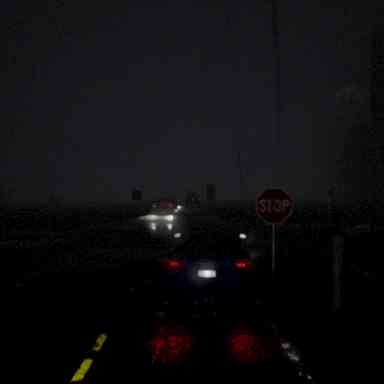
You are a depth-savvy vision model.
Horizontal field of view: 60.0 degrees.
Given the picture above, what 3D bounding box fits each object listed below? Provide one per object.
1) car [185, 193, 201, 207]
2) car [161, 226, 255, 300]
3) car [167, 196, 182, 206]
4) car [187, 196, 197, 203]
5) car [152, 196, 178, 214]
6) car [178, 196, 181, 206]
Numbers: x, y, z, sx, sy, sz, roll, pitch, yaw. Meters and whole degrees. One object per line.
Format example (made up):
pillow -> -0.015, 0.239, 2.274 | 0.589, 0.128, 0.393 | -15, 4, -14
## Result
car -> 0.102, 1.162, 49.600 | 2.150, 2.045, 5.566 | 0, 0, 0
car -> 0.448, 1.549, 8.435 | 1.994, 1.385, 4.181 | 0, 0, 4
car -> -2.819, 1.429, 54.817 | 2.128, 1.511, 4.902 | 0, 0, 0
car -> 0.058, 1.481, 69.517 | 2.033, 1.411, 5.357 | 0, 0, 0
car -> -2.846, 1.305, 34.131 | 2.097, 1.767, 4.553 | 0, 0, 0
car -> -2.839, 1.492, 44.400 | 2.033, 1.411, 5.357 | 0, 0, 0
